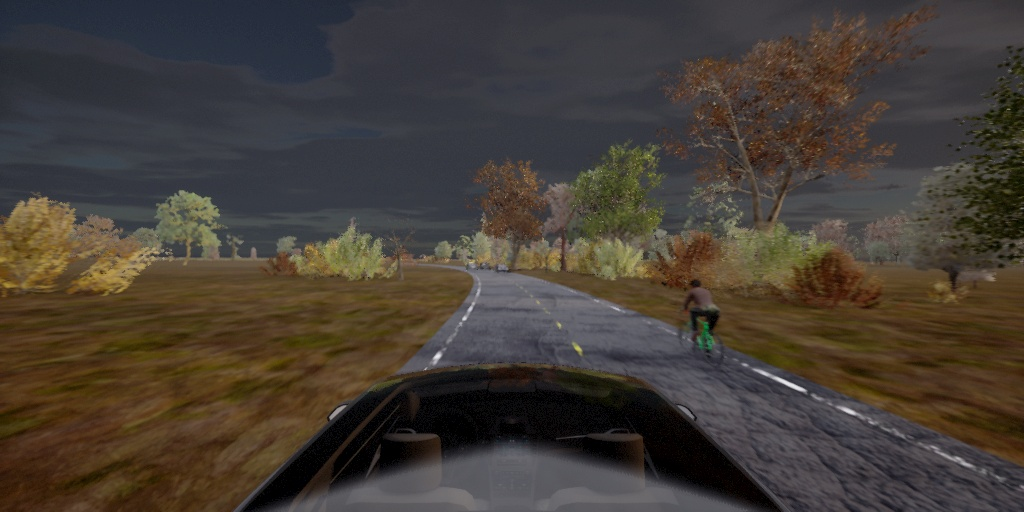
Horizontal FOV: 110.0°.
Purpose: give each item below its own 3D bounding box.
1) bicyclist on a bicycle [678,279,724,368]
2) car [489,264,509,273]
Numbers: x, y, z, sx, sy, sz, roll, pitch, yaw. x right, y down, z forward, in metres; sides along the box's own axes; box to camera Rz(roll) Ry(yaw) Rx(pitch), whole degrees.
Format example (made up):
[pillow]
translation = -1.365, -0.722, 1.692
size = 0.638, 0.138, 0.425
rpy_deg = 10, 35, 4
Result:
[bicyclist on a bicycle]
translation = 3.772, 1.299, 7.230
size = 0.582, 1.620, 1.656
rpy_deg = 0, -1, 0
[car]
translation = -1.754, 1.925, 55.447
size = 2.033, 1.411, 5.357
rpy_deg = 1, -1, -11
